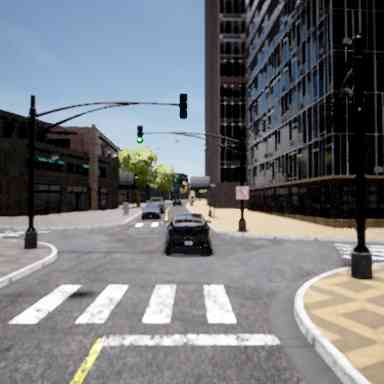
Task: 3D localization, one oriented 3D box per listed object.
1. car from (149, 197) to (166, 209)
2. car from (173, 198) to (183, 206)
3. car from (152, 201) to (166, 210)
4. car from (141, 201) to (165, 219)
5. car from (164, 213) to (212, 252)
[{"bbox_3d":[-4.740,1.725,44.011,2.150,2.045,5.566,0,-1,-4],"label":"car"},{"bbox_3d":[-3.145,2.192,73.531,2.097,1.767,4.553,0,-1,0],"label":"car"},{"bbox_3d":[-5.292,2.183,54.051,1.994,1.385,4.181,0,-1,-3],"label":"car"},{"bbox_3d":[-4.069,1.935,33.851,2.033,1.411,5.357,0,-1,-4],"label":"car"},{"bbox_3d":[-0.183,1.675,14.764,1.837,1.490,4.892,0,-1,-2],"label":"car"}]
